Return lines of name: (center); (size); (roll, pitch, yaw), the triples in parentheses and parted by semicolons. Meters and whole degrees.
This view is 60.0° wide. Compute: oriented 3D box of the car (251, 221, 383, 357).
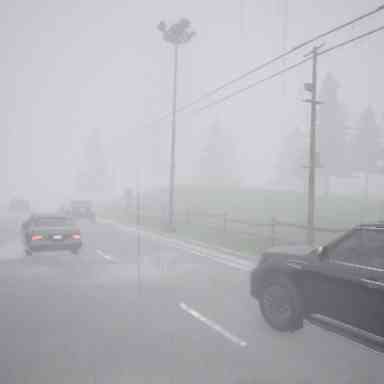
car: (3.234, 1.385, 4.635); (2.150, 2.045, 5.566); (2, -1, -30)

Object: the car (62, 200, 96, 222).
car: (-9.166, 1.394, 26.466); (2.097, 1.767, 4.553); (2, -1, -30)

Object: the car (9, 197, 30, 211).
car: (-19.331, 1.334, 37.281); (1.882, 1.535, 5.008); (2, -1, -30)

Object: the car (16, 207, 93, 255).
car: (-5.685, 1.534, 13.211); (2.033, 1.411, 5.357); (2, -1, -29)
